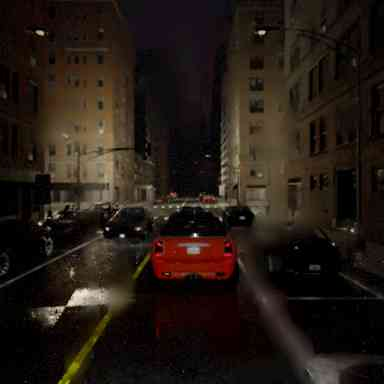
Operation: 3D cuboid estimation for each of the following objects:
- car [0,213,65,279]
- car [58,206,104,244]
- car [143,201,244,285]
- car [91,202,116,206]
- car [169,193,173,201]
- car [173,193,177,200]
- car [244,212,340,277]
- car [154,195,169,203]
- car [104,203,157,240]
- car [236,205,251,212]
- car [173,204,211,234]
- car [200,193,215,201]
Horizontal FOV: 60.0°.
[{"bbox_3d":[-5.665,1.531,9.926,1.947,1.339,4.313,0,0,0],"label":"car"},{"bbox_3d":[-5.663,1.528,15.427,1.802,1.307,4.206,0,0,0],"label":"car"},{"bbox_3d":[0.056,1.317,9.570,2.097,1.767,4.553,0,0,1],"label":"car"},{"bbox_3d":[-5.661,1.367,20.928,1.967,1.590,4.097,0,0,0],"label":"car"},{"bbox_3d":[-5.584,1.364,68.848,2.008,1.369,4.403,0,0,0],"label":"car"},{"bbox_3d":[-5.548,1.326,84.904,1.752,1.417,4.829,0,0,0],"label":"car"},{"bbox_3d":[2.860,1.514,9.922,2.008,1.369,4.403,0,0,0],"label":"car"},{"bbox_3d":[-5.609,1.413,58.032,1.802,1.307,4.206,0,0,0],"label":"car"},{"bbox_3d":[-2.993,1.488,16.917,2.033,1.411,5.357,0,0,0],"label":"car"},{"bbox_3d":[2.865,1.491,20.924,1.947,1.339,4.313,0,0,0],"label":"car"},{"bbox_3d":[0.012,1.495,19.442,1.994,1.385,4.181,0,0,0],"label":"car"},{"bbox_3d":[2.916,1.270,58.014,1.967,1.590,4.097,0,0,0],"label":"car"}]
